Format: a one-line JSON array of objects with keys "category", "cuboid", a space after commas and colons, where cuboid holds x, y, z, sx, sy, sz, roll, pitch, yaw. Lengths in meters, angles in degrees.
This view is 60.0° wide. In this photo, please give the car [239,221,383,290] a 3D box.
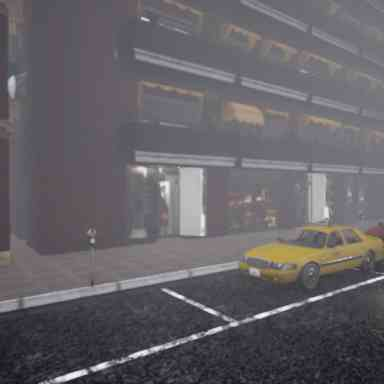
[{"category": "car", "cuboid": [3.395, 1.498, 8.989, 4.829, 1.417, 1.752, 0, 0, -36]}]
